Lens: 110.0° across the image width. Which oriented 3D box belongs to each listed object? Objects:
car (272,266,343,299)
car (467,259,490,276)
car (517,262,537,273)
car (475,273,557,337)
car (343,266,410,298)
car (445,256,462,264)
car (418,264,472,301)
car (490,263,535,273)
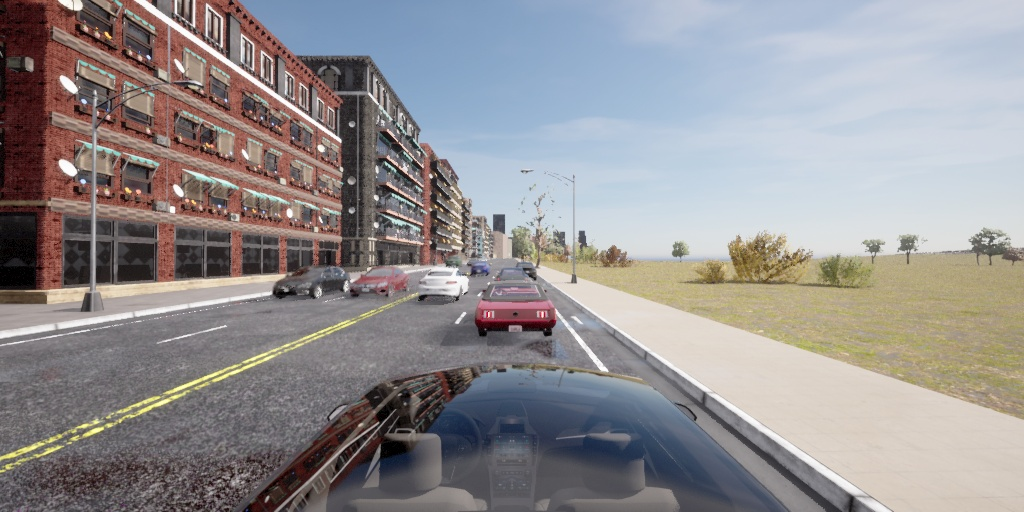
[{"bbox_3d":[-9.896,1.257,18.131,1.837,1.490,4.892,0,0,0],"label":"car"},{"bbox_3d":[-3.248,1.279,37.531,1.812,1.442,4.674,0,0,0],"label":"car"},{"bbox_3d":[1.059,1.259,30.335,1.837,1.490,4.892,0,0,0],"label":"car"},{"bbox_3d":[0.077,1.352,10.311,1.895,1.301,4.718,0,0,0],"label":"car"},{"bbox_3d":[-6.646,1.278,18.570,1.812,1.442,4.674,0,0,0],"label":"car"},{"bbox_3d":[-9.984,0.976,61.744,2.150,2.045,5.566,0,0,0],"label":"car"},{"bbox_3d":[-3.194,1.278,17.239,1.812,1.442,4.674,0,0,0],"label":"car"},{"bbox_3d":[0.040,1.317,20.341,1.994,1.385,4.181,0,0,0],"label":"car"}]
